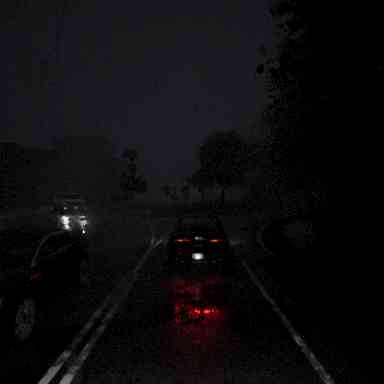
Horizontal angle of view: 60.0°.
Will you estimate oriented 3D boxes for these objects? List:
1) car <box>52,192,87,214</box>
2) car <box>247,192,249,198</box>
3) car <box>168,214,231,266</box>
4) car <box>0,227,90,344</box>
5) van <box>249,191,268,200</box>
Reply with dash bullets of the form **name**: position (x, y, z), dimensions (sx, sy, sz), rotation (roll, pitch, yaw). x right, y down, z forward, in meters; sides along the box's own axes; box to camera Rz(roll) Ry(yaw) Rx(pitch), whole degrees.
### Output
- **car**: position (-12.109, 1.029, 32.624), dimensions (2.150, 2.045, 5.566), rotation (0, 1, -34)
- **car**: position (18.336, 1.393, 91.526), dimensions (4.792, 1.488, 2.163), rotation (0, 1, 1)
- **car**: position (0.270, 1.509, 11.529), dimensions (1.837, 1.490, 4.892), rotation (0, 0, 3)
- **car**: position (-3.427, 1.498, 6.473), dimensions (2.128, 1.511, 4.902), rotation (0, 0, -1)
- **van**: position (18.133, 1.196, 88.752), dimensions (4.442, 1.987, 1.878), rotation (0, 1, 1)
